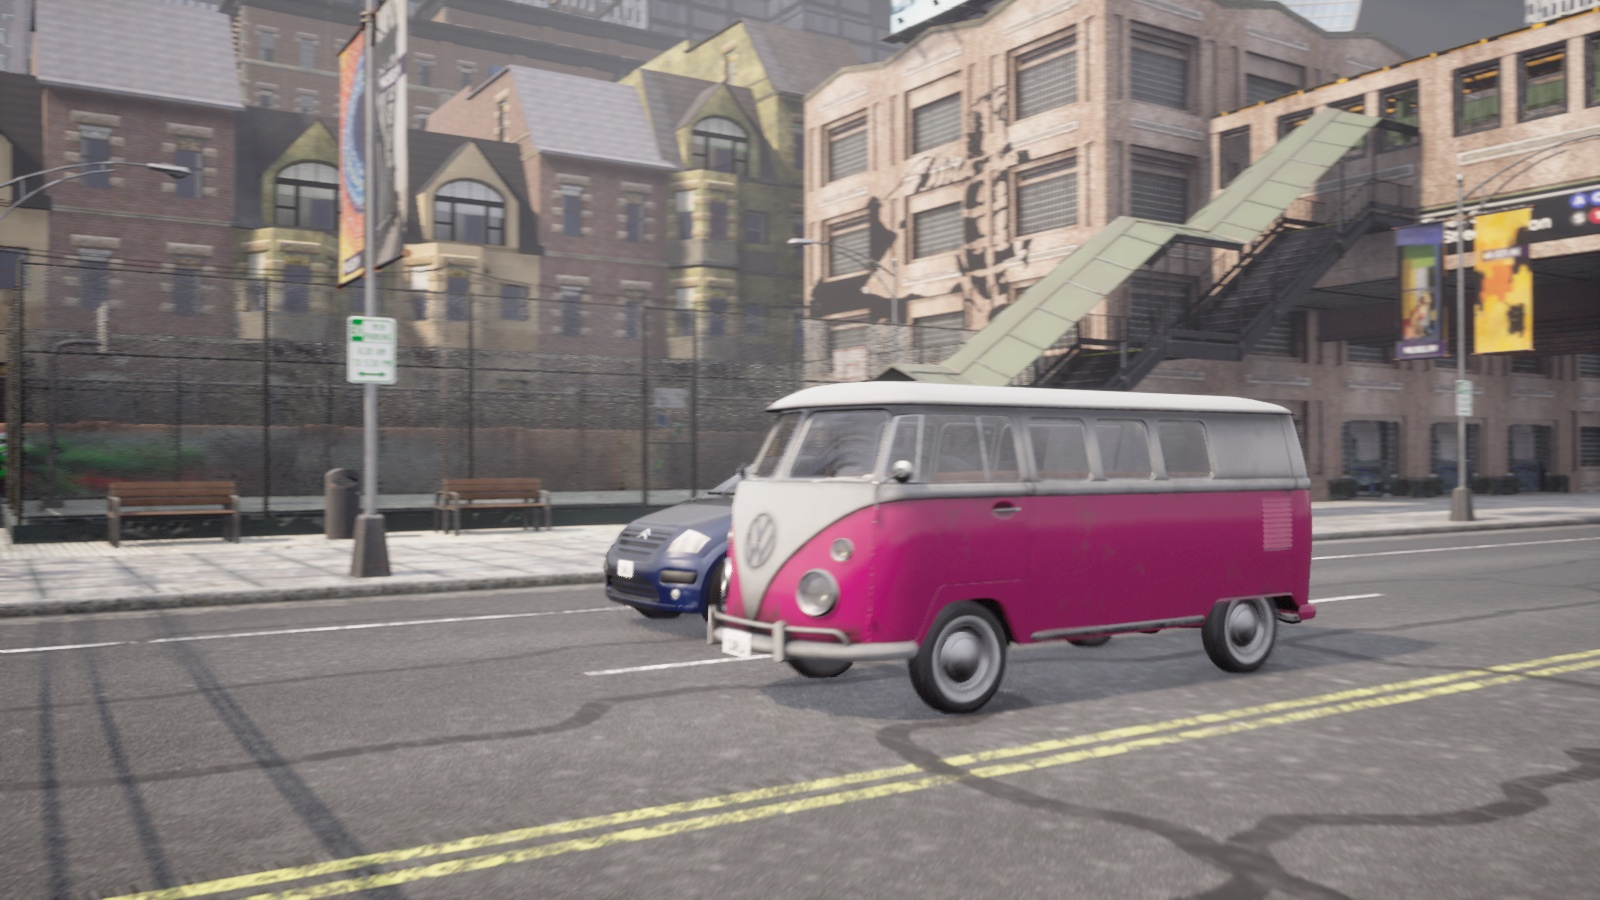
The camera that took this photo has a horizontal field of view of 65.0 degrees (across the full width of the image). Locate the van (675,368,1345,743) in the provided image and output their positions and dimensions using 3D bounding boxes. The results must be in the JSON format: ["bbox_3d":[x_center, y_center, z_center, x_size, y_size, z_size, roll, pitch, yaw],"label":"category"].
[{"bbox_3d":[1.546,0.563,8.581,4.442,1.987,1.775,0,-1,-32],"label":"van"}]

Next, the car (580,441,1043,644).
[{"bbox_3d":[0.156,0.746,11.839,3.988,1.617,1.851,0,-1,-32],"label":"car"}]
